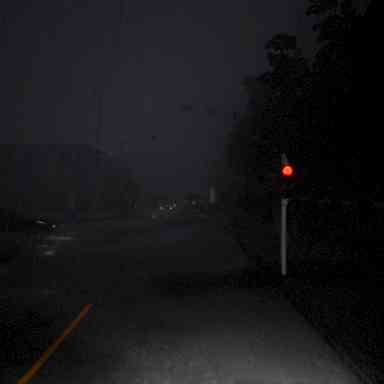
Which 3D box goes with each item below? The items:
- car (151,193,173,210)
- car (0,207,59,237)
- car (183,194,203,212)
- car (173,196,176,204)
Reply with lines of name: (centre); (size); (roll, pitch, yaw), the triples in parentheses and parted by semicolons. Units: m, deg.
car: (-4.076, 1.221, 43.916); (2.150, 2.045, 5.566); (0, 0, 0)
car: (-9.518, 1.525, 17.816); (4.674, 1.442, 1.812); (0, 0, 10)
car: (0.169, 1.221, 39.018); (2.150, 2.045, 5.566); (0, 0, -1)
car: (-4.062, 1.505, 53.834); (1.837, 1.490, 4.892); (0, 0, 0)
